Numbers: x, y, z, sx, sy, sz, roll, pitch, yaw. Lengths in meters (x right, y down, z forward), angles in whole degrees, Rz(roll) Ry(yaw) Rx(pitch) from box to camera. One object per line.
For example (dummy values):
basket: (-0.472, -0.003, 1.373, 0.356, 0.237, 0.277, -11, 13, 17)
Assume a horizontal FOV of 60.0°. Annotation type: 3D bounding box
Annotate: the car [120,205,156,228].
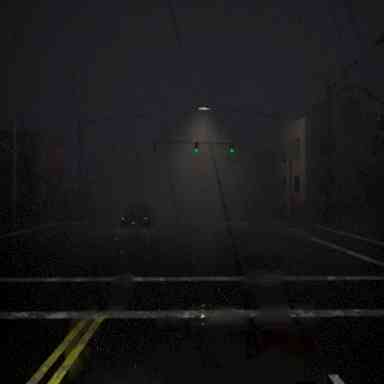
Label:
car: (-3.536, 1.591, 22.412, 1.812, 1.442, 4.674, 0, 0, 0)
